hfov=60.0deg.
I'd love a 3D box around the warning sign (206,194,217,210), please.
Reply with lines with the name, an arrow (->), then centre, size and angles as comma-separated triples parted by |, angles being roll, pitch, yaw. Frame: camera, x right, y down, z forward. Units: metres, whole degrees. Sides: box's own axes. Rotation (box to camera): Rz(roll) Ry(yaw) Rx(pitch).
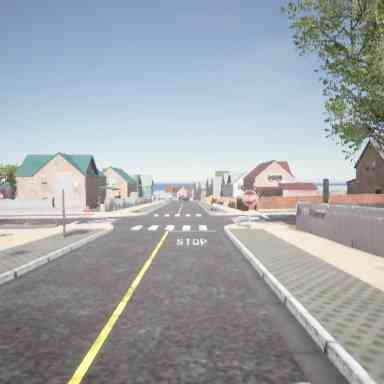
warning sign -> 2.400, 1.227, 41.187 | 1.300, 1.860, 1.060 | 2, 1, -1
